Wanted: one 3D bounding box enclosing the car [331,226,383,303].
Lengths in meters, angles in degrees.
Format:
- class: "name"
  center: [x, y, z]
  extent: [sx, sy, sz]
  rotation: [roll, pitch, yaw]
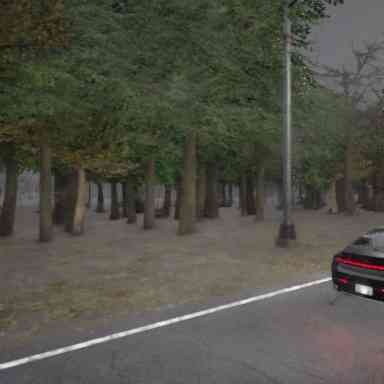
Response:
- class: "car"
  center: [5.033, 1.486, 7.335]
  extent: [4.892, 1.490, 1.837]
  rotation: [0, 0, -36]
